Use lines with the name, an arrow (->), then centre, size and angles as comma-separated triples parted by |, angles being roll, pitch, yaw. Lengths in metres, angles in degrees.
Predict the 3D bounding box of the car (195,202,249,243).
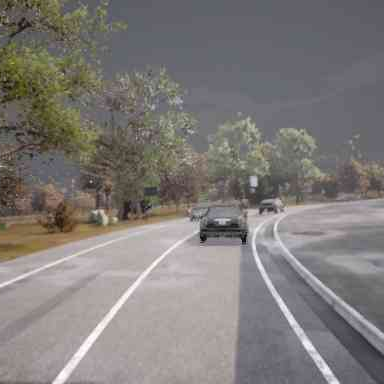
car -> 1.685, 1.338, 16.315 | 2.097, 1.767, 4.553 | -1, 0, 10

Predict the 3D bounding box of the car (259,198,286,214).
car -> 8.176, 1.412, 33.766 | 1.837, 1.490, 4.892 | -3, -1, 28

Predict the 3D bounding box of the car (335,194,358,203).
car -> 27.176, 1.045, 58.582 | 4.902, 1.511, 2.128 | -2, -3, -33

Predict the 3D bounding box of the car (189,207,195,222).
car -> 1.316, 1.565, 27.158 | 2.128, 1.511, 4.902 | -2, -1, 22
